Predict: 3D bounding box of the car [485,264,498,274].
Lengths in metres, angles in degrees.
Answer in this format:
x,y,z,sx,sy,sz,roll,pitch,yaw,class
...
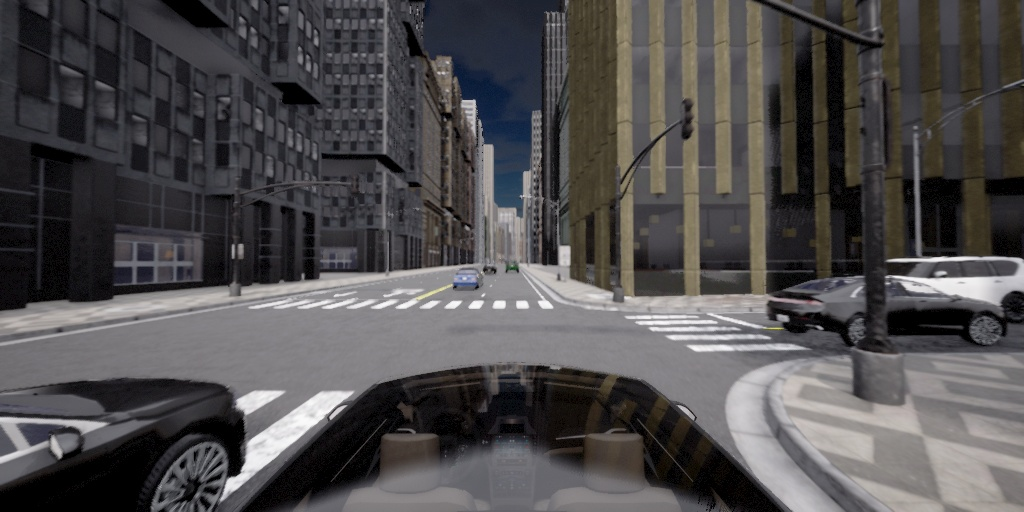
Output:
x,y,z,sx,sy,sz,roll,pitch,yaw,class
-3.159,1.828,52.399,1.882,1.535,5.008,0,0,0,car

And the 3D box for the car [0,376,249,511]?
x,y,z,sx,sy,sz,roll,pitch,yaw,class
-3.152,1.234,1.058,2.128,1.511,4.902,0,-1,0,car

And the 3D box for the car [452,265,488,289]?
x,y,z,sx,sy,sz,roll,pitch,yaw,class
-3.156,1.605,26.427,2.033,1.411,5.357,0,-1,0,car

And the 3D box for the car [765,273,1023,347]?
x,y,z,sx,sy,sz,roll,pitch,yaw,class
8.848,1.257,8.668,4.902,1.511,2.128,0,-2,-3,car

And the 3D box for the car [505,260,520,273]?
x,y,z,sx,sy,sz,roll,pitch,yaw,class
0.027,1.628,57.216,2.150,2.045,5.566,0,0,0,car

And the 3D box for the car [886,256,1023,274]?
x,y,z,sx,sy,sz,roll,pitch,yaw,class
13.650,1.037,11.850,5.566,2.045,2.150,0,-1,0,car
